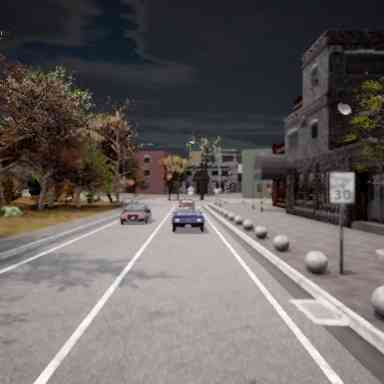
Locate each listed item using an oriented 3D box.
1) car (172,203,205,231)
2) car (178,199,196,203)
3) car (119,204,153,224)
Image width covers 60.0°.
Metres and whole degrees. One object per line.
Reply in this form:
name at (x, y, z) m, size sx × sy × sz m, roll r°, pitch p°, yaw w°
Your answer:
car at (-0.254, 1.592, 20.632) m, size 1.895 × 1.301 × 4.718 m, roll 0°, pitch 0°, yaw -1°
car at (-0.558, 1.493, 37.677) m, size 1.812 × 1.442 × 4.674 m, roll 0°, pitch 0°, yaw -1°
car at (-4.014, 1.565, 24.401) m, size 1.994 × 1.385 × 4.181 m, roll 0°, pitch 0°, yaw -1°
